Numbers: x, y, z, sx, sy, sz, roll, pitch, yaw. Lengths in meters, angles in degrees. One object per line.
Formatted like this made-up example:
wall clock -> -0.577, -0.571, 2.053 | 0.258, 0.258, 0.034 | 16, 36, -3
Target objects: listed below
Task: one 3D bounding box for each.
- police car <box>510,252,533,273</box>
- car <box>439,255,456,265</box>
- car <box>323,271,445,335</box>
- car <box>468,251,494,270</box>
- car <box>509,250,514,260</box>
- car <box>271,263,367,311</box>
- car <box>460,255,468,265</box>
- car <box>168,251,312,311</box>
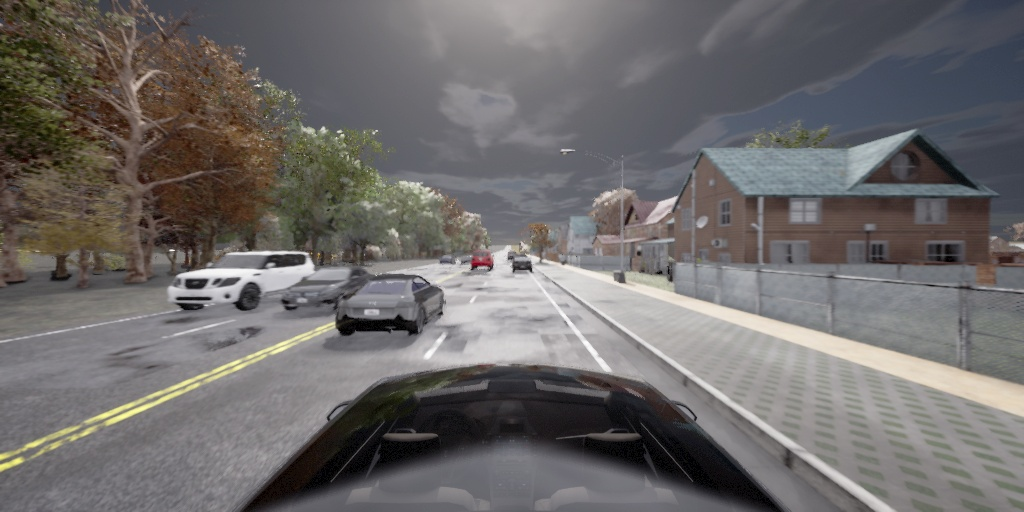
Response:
police car -> 0.976, 0.709, 35.037 | 1.930, 1.638, 5.238 | 0, 1, 0
car -> -9.783, 0.545, 54.763 | 2.033, 1.411, 5.357 | 0, 1, 1
car -> -3.150, 1.200, 10.071 | 1.994, 1.385, 4.181 | 0, 1, 0
car -> -3.149, 0.450, 38.916 | 2.150, 2.045, 5.566 | 0, 1, 0
car -> 0.976, 0.493, 44.896 | 2.097, 1.767, 4.553 | 0, 1, 0
car -> -6.597, 1.112, 13.605 | 1.812, 1.442, 4.674 | 0, 1, 0
car -> -6.552, 0.571, 54.017 | 1.994, 1.385, 4.181 | 0, 1, 0
car -> -9.847, 0.807, 13.823 | 2.150, 2.045, 5.566 | 0, 0, 0
